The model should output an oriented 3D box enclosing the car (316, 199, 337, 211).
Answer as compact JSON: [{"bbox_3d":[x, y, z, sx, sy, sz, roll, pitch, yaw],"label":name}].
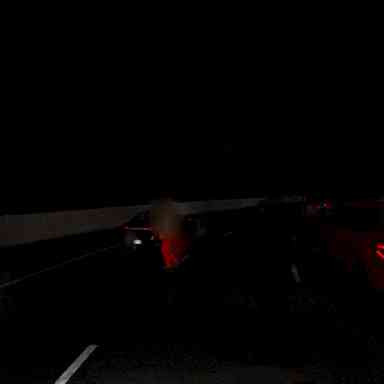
[{"bbox_3d":[16.874,1.564,41.620,1.994,1.385,4.181,0,0,29],"label":"car"}]

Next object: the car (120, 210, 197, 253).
[{"bbox_3d":[-1.188,1.491,13.762,2.128,1.511,4.902,0,0,16],"label":"car"}]

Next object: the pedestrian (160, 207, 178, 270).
[{"bbox_3d":[-0.694,1.294,9.608,0.375,1.860,0.375,0,0,12],"label":"pedestrian"}]

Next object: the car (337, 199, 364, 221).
[{"bbox_3d":[13.732,1.477,28.679,1.882,1.535,5.008,0,0,29],"label":"car"}]

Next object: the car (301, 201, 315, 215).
[{"bbox_3d":[12.065,1.564,32.902,1.994,1.385,4.181,0,0,29],"label":"car"}]

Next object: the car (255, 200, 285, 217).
[{"bbox_3d":[7.550,1.477,32.014,1.882,1.535,5.008,0,0,29],"label":"car"}]

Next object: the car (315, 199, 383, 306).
[{"bbox_3d":[4.663,1.220,7.972,2.150,2.045,5.566,0,0,11],"label":"car"}]
